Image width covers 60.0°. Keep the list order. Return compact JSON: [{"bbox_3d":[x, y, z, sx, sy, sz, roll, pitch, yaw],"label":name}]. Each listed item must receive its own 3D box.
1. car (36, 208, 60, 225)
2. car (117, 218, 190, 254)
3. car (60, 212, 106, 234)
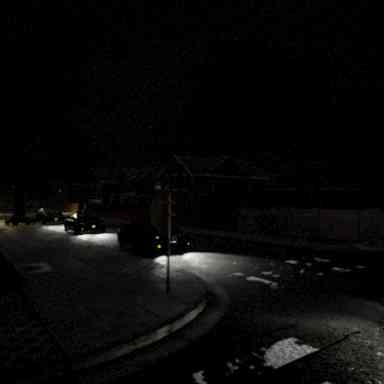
[{"bbox_3d":[-13.673,2.262,32.011,2.128,1.511,4.902,1,-1,-35],"label":"car"},{"bbox_3d":[-1.876,1.933,15.470,1.994,1.385,4.181,1,-2,-35],"label":"car"},{"bbox_3d":[-7.605,2.133,23.500,1.994,1.385,4.181,1,-2,-35],"label":"car"}]
